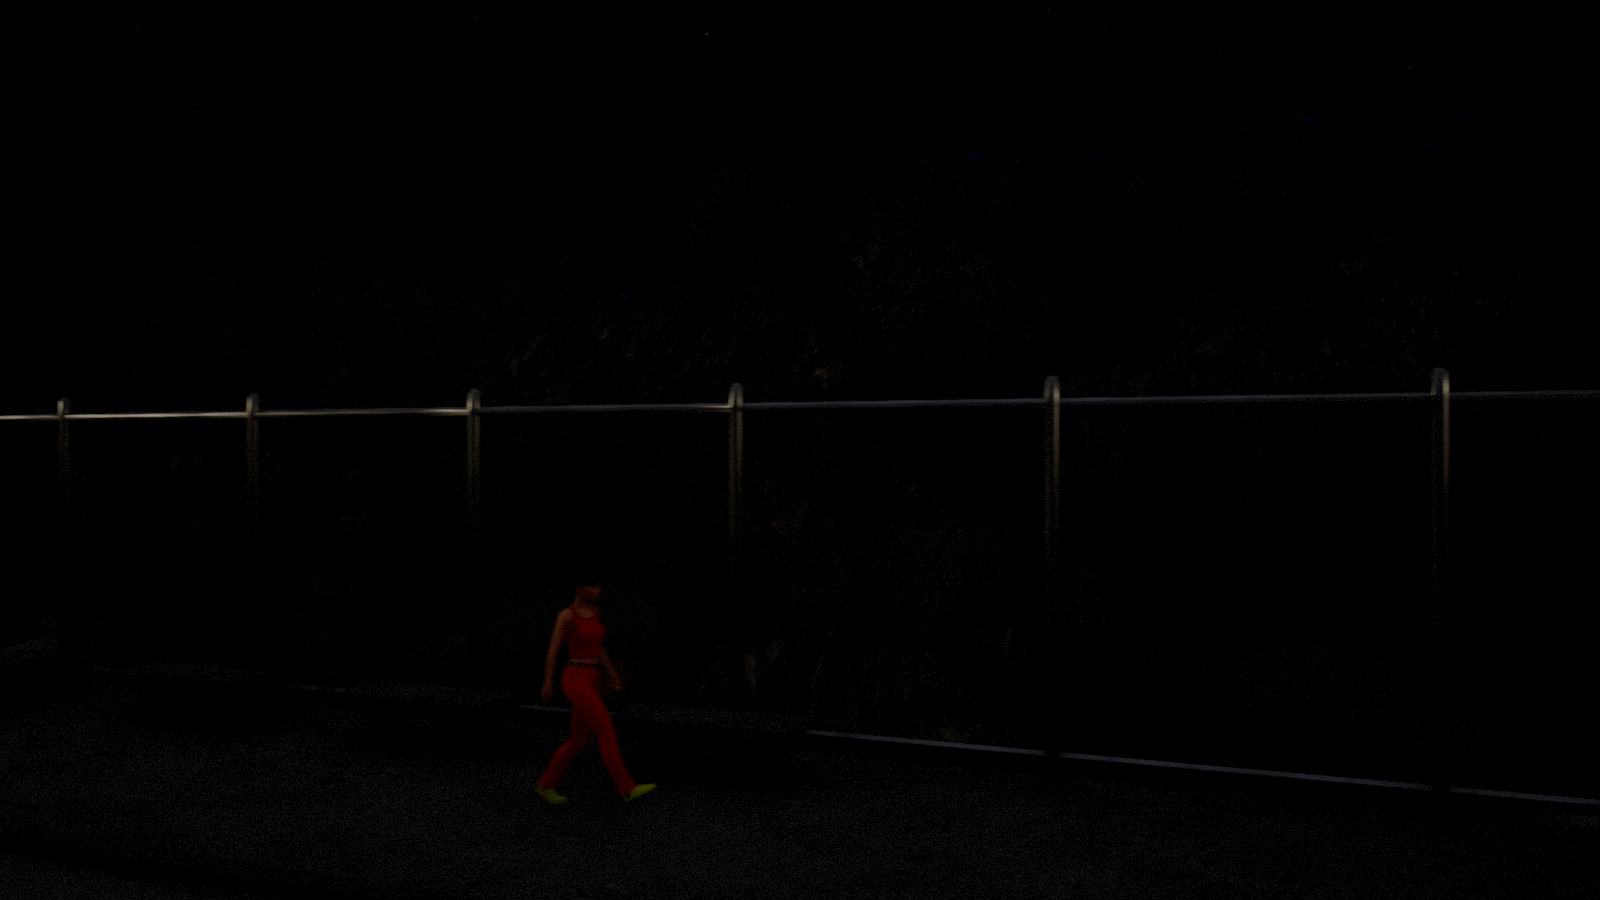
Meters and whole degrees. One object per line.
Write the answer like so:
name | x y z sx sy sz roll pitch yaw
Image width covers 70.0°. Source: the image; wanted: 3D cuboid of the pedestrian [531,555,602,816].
pedestrian | -1.752 1.744 8.586 0.375 1.860 0.375 0 0 20
